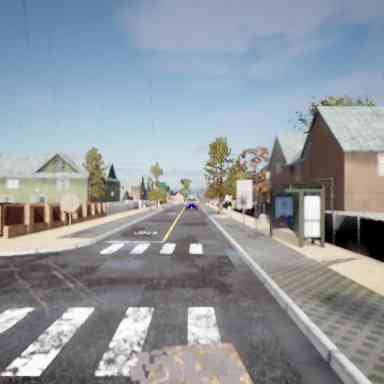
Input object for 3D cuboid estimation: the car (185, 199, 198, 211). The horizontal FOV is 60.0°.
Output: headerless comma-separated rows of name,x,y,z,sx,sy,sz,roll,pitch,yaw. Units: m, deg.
car,-0.023,2.262,52.663,1.812,1.442,4.674,0,-1,0
